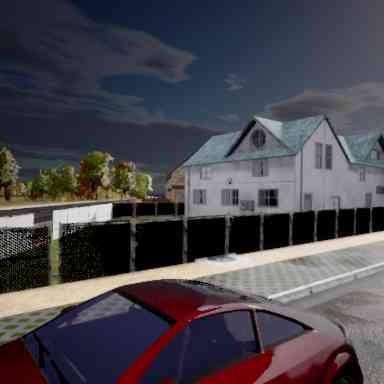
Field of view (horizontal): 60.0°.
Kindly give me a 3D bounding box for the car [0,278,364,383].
[{"bbox_3d":[-0.353,1.565,2.831,4.181,1.385,1.994,0,0,-38],"label":"car"}]
